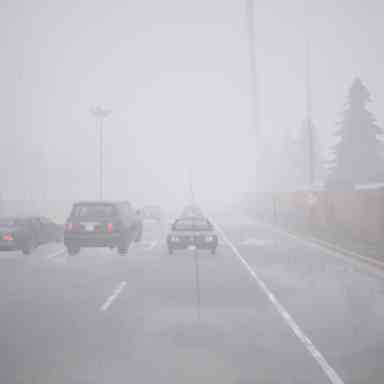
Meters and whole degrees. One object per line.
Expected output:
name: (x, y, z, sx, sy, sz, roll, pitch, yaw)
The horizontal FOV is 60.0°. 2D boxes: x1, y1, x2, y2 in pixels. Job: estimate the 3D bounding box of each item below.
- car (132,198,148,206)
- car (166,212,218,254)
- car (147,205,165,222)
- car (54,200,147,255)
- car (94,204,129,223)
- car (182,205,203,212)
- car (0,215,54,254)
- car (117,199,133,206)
car: (-11.313, 2.165, 72.170, 1.837, 1.490, 4.892, 0, -1, 12)
car: (0.010, 1.732, 14.104, 1.895, 1.301, 4.718, 0, 0, 0)
car: (-3.484, 1.815, 28.987, 2.033, 1.411, 5.357, 0, 0, 0)
car: (-3.491, 1.347, 14.015, 2.150, 2.045, 5.566, 0, 0, 0)
car: (-6.983, 1.836, 29.325, 1.994, 1.385, 4.181, 0, 0, 1)
car: (0.017, 1.836, 29.322, 1.994, 1.385, 4.181, 0, 0, 1)
car: (-6.991, 1.677, 13.990, 2.033, 1.411, 5.357, 0, 0, 0)
car: (-14.656, 2.198, 73.217, 1.812, 1.442, 4.674, 0, -1, 12)
